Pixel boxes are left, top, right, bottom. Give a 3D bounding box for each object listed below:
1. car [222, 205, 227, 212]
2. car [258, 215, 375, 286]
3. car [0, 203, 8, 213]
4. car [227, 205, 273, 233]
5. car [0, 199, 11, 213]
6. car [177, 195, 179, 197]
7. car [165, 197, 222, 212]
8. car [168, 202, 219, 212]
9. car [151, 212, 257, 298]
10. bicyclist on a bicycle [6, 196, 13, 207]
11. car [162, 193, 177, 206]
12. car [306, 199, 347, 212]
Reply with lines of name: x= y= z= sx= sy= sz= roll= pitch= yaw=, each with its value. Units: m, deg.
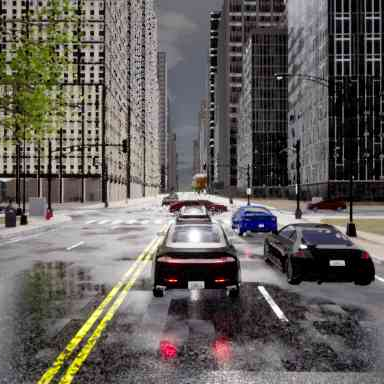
car: x=1.363 y=1.505 z=33.849 sx=4.674 sy=1.442 sz=1.812 roll=0 pitch=-1 yaw=3
car: x=3.325 y=1.565 z=9.475 sx=1.994 sy=1.385 sz=4.181 roll=0 pitch=0 yaw=2
car: x=-21.136 y=1.116 z=31.639 sx=5.566 sy=2.045 sz=2.150 roll=1 pitch=-1 yaw=2
car: x=3.330 y=1.479 z=18.469 sx=1.882 sy=1.535 sz=5.008 roll=0 pitch=0 yaw=0
car: x=-22.248 y=1.493 z=34.919 sx=5.357 sy=1.411 sz=2.033 roll=0 pitch=-1 yaw=2
car: x=-4.087 y=1.519 z=64.570 sx=2.033 sy=1.411 sz=5.357 roll=0 pitch=0 yaw=-1
car: x=0.161 y=1.470 z=30.653 sx=4.674 sy=1.442 sz=1.812 roll=-1 pitch=-1 yaw=3
car: x=0.080 y=1.493 z=17.949 sx=2.128 sy=1.511 sz=4.902 roll=0 pitch=0 yaw=0
car: x=0.090 y=1.493 z=8.532 sx=2.128 sy=1.511 sz=4.902 roll=0 pitch=0 yaw=0
bicyclist on a bicycle: x=-25.207 y=1.398 z=45.869 sx=0.582 sy=1.620 sz=1.656 roll=0 pitch=-1 yaw=2
car: x=-3.945 y=1.458 z=54.751 sx=1.882 sy=1.535 sz=5.008 roll=0 pitch=0 yaw=-1
car: x=16.133 y=1.619 z=40.022 sx=4.674 sy=1.442 sz=1.812 roll=0 pitch=-1 yaw=1
